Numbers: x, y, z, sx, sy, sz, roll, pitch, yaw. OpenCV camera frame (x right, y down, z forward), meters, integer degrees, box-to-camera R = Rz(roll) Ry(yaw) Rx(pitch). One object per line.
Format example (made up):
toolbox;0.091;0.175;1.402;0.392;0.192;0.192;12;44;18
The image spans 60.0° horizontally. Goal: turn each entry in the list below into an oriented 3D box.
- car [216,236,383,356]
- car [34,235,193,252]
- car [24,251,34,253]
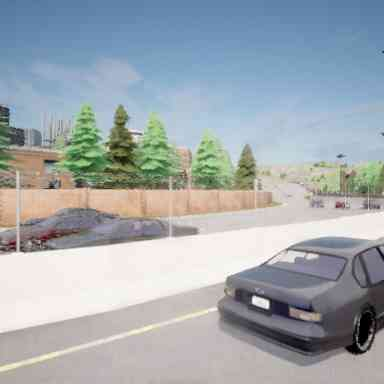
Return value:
car;2.882;1.561;6.159;5.357;1.411;2.033;0;0;-39
car;-2.164;1.588;11.320;5.357;1.411;2.033;0;0;-39
car;-4.942;1.602;13.573;5.357;1.411;2.033;0;0;-38
